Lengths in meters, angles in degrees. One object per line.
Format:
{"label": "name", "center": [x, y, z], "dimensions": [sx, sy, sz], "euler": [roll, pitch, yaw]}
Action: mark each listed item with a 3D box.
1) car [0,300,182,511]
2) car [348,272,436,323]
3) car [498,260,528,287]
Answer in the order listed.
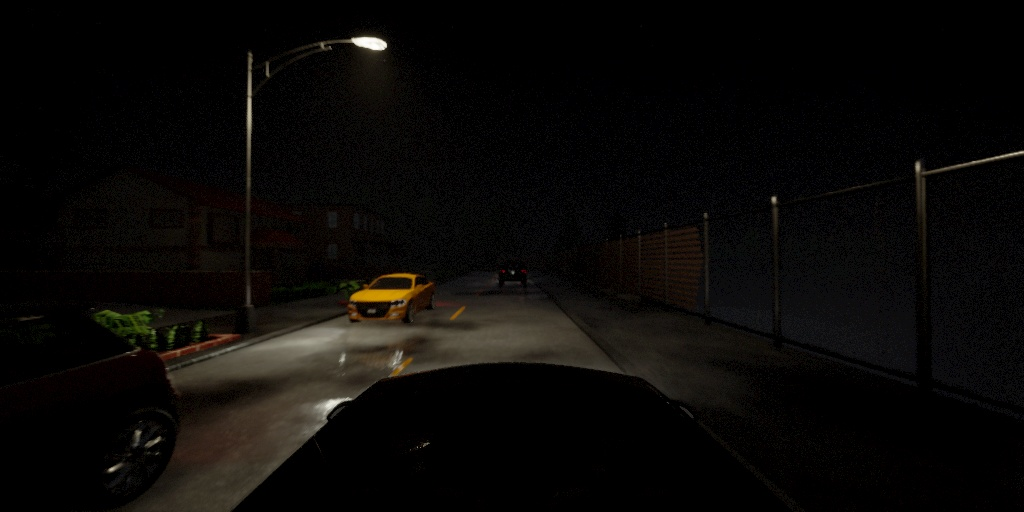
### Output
{"label": "car", "center": [-4.098, 1.097, 1.339], "dimensions": [2.097, 1.767, 4.553], "euler": [0, -1, 0]}
{"label": "car", "center": [-4.084, 1.380, 12.972], "dimensions": [1.882, 1.535, 5.008], "euler": [0, -1, 0]}
{"label": "car", "center": [0.069, 1.342, 28.812], "dimensions": [2.150, 2.045, 5.566], "euler": [0, 0, 0]}
